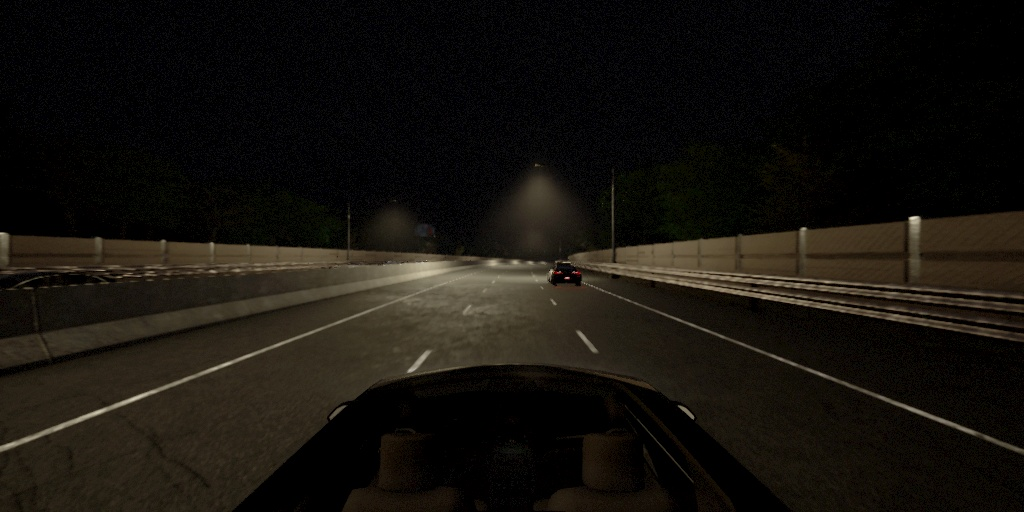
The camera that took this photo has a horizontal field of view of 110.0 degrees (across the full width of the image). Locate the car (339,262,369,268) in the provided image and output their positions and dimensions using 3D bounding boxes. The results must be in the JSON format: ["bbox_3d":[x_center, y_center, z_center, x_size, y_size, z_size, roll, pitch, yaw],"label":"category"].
[{"bbox_3d":[-20.260,1.418,45.970,1.895,1.301,4.718,0,0,3],"label":"car"}]

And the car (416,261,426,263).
[{"bbox_3d":[-13.036,1.416,51.284,2.033,1.411,5.357,0,0,3],"label":"car"}]

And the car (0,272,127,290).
[{"bbox_3d":[-14.057,1.236,10.389,1.837,1.490,4.892,0,0,1],"label":"car"}]

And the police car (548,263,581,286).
[{"bbox_3d":[3.760,1.320,26.359,2.038,1.542,4.974,0,0,1],"label":"police car"}]

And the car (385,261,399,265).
[{"bbox_3d":[-16.589,1.414,50.148,1.994,1.385,4.181,0,0,3],"label":"car"}]
